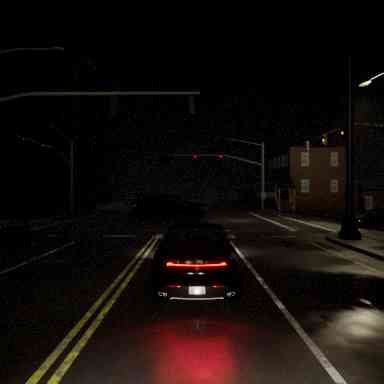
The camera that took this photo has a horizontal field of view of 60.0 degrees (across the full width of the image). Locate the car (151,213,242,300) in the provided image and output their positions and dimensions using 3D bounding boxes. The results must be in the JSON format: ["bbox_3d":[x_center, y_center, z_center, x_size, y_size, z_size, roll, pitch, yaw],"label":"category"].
[{"bbox_3d":[0.086,1.505,8.346,1.837,1.490,4.892,0,0,0],"label":"car"}]

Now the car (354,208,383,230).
[{"bbox_3d":[16.625,2.400,28.834,5.566,2.045,2.150,9,0,0],"label":"car"}]

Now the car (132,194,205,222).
[{"bbox_3d":[-1.766,1.179,25.311,5.566,2.045,2.150,0,0,1],"label":"car"}]
